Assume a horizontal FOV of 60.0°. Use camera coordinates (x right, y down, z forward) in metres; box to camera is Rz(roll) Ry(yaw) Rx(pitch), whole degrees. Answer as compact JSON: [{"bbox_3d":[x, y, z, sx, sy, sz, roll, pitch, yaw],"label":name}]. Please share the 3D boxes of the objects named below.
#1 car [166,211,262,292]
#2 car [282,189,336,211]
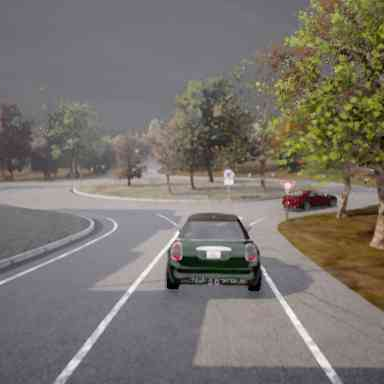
[{"bbox_3d":[0.569,1.316,9.097,2.097,1.767,4.553,0,0,3],"label":"car"},{"bbox_3d":[9.402,0.519,26.488,5.008,1.535,1.882,-4,7,-31],"label":"car"}]
